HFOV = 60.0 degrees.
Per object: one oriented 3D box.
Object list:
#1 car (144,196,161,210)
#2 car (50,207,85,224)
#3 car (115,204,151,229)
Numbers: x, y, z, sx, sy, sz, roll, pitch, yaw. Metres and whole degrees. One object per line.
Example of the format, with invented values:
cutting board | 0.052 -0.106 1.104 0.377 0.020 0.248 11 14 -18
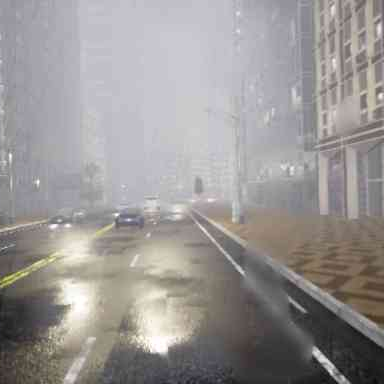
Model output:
car | -5.909 1.648 49.990 2.150 2.045 5.566 -2 0 -3
car | -11.429 2.073 30.976 2.033 1.411 5.357 -2 0 -3
car | -4.294 1.816 23.890 1.994 1.385 4.181 -2 0 -4
